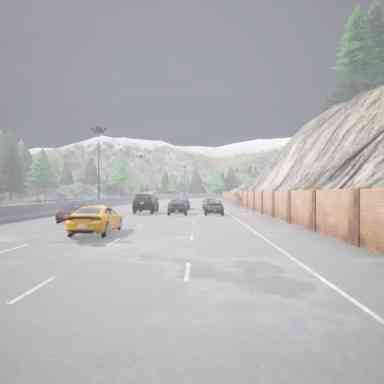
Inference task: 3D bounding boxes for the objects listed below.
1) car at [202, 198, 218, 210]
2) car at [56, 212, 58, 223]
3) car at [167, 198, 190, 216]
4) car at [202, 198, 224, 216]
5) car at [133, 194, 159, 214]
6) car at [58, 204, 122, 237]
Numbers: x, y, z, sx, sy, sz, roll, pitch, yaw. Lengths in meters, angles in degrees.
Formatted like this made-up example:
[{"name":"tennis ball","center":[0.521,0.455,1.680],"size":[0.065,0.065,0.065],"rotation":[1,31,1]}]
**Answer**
[{"name":"car","center":[2.283,1.526,43.266],"size":[1.812,1.442,4.674],"rotation":[0,0,1]},{"name":"car","center":[-8.519,1.564,24.919],"size":[1.994,1.385,4.181],"rotation":[0,0,1]},{"name":"car","center":[-1.385,1.505,32.997],"size":[1.837,1.490,4.892],"rotation":[0,0,1]},{"name":"car","center":[2.113,1.491,32.816],"size":[2.128,1.511,4.902],"rotation":[0,0,1]},{"name":"car","center":[-4.848,1.220,35.372],"size":[2.150,2.045,5.566],"rotation":[0,0,1]},{"name":"car","center":[-5.132,1.478,18.017],"size":[1.882,1.535,5.008],"rotation":[0,-1,1]}]
